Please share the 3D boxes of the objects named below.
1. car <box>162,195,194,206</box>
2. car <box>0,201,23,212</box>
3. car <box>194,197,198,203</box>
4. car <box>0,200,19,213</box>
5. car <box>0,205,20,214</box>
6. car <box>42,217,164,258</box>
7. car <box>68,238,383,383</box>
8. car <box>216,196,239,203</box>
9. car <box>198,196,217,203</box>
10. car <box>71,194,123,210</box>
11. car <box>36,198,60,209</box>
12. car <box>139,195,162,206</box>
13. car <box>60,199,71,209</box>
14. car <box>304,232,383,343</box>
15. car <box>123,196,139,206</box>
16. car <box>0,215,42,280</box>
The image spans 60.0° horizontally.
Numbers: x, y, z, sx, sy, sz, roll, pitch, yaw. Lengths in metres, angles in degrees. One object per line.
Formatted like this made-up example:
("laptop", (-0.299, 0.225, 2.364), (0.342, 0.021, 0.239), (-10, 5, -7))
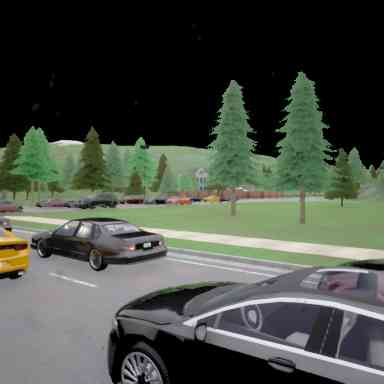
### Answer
("car", (-2.273, 1.351, 55.305), (2.097, 1.767, 4.553), (0, 0, 39))
("car", (-19.438, 1.564, 33.608), (1.994, 1.385, 4.181), (0, 0, 37))
("car", (0.217, 1.597, 69.548), (1.895, 1.301, 4.718), (0, 0, 38))
("car", (-21.786, 1.600, 36.382), (1.895, 1.301, 4.718), (0, 0, 38))
("car", (-11.231, 1.547, 17.095), (5.357, 1.411, 2.033), (0, 0, 38))
("car", (-3.245, 1.547, 10.955), (5.357, 1.411, 2.033), (0, 0, 38))
("car", (1.220, 1.492, 3.080), (4.902, 1.511, 2.128), (0, 0, 38))
("car", (7.484, 1.607, 67.442), (1.895, 1.301, 4.718), (0, 0, 38))
("car", (4.119, 1.477, 68.845), (1.882, 1.535, 5.008), (0, 0, 39))
("car", (-12.124, 1.220, 42.923), (2.150, 2.045, 5.566), (0, 0, 38))
("car", (-19.055, 1.562, 45.449), (1.994, 1.385, 4.181), (0, 0, 38))
("car", (-6.091, 1.351, 56.130), (2.097, 1.767, 4.553), (0, 0, 39))
("car", (-15.048, 1.563, 44.864), (1.994, 1.385, 4.181), (0, 0, 39))
("car", (4.186, 1.564, 5.202), (4.181, 1.385, 1.994), (0, 0, 38))
("car", (-10.466, 1.477, 56.251), (1.882, 1.535, 5.008), (0, 0, 39))
("car", (-6.252, 1.477, 8.860), (5.008, 1.535, 1.882), (0, 0, 38))
